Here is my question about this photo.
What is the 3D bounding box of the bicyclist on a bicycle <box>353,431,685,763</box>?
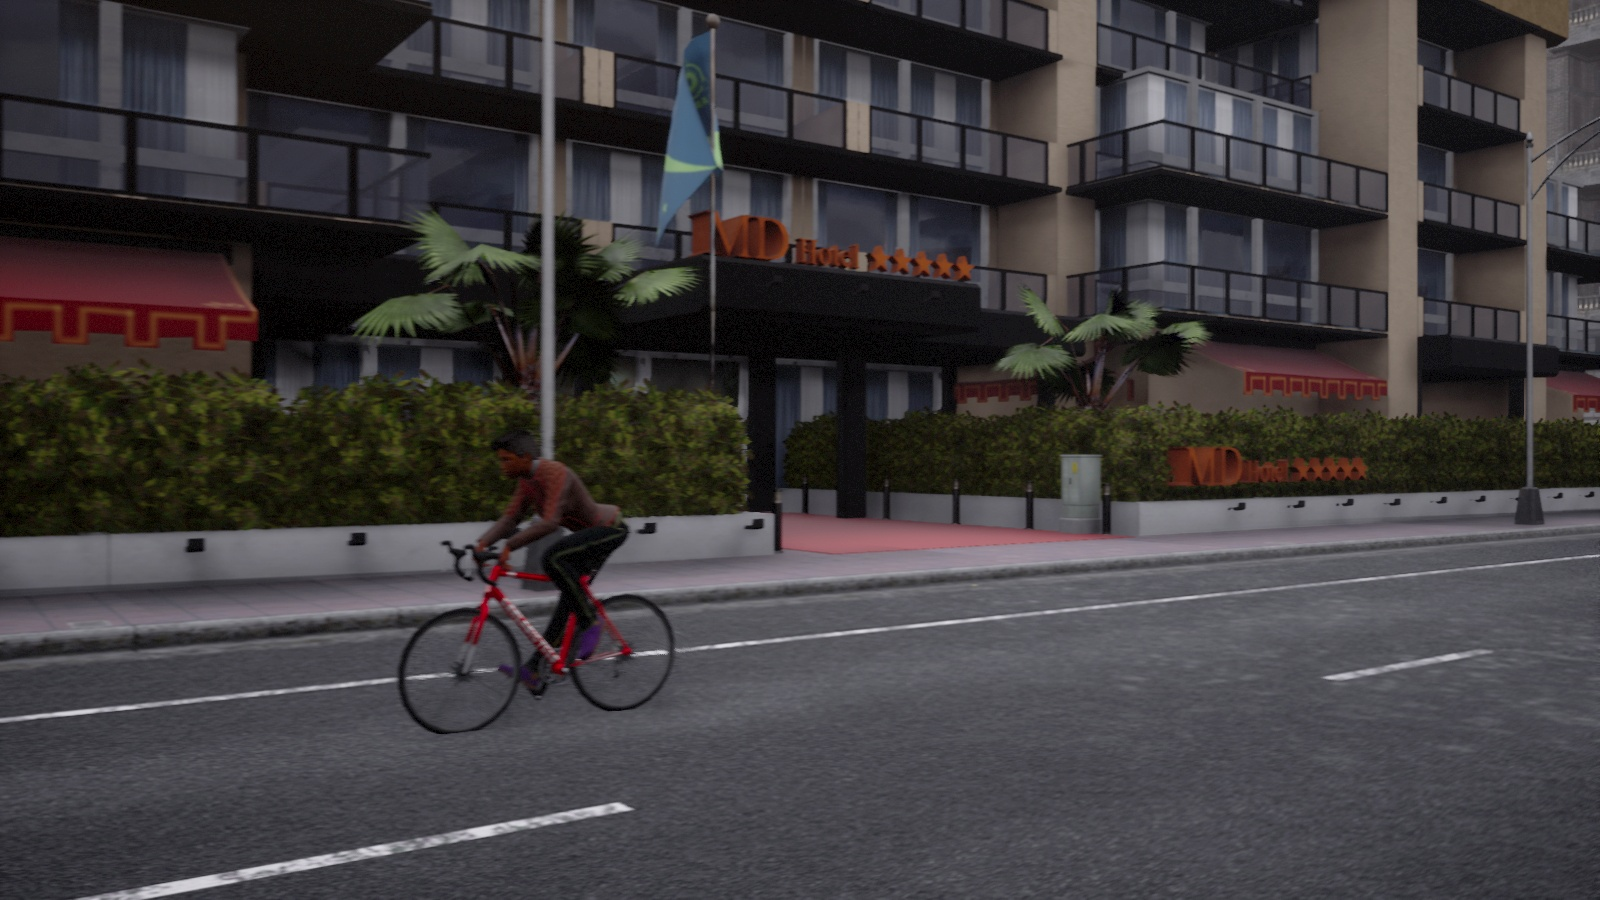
[{"bbox_3d":[-1.511,0.717,6.887,1.656,1.620,0.582,-1,0,-35],"label":"bicyclist on a bicycle"}]
